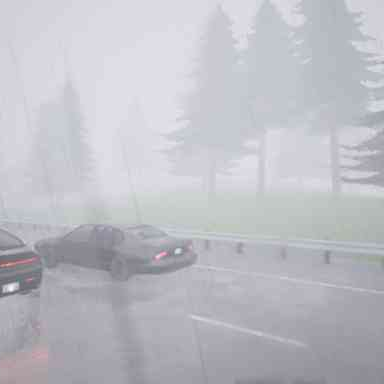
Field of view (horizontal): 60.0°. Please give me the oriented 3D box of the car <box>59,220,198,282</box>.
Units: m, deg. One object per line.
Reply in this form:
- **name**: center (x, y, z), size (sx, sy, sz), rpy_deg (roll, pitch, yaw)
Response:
- **car**: center (-2.452, 1.557, 9.793), size (5.357, 1.411, 2.033), rpy_deg (0, 0, 33)

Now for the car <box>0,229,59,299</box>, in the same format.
- **car**: center (-5.366, 1.527, 7.477), size (4.892, 1.490, 1.837), rpy_deg (0, 0, 33)
